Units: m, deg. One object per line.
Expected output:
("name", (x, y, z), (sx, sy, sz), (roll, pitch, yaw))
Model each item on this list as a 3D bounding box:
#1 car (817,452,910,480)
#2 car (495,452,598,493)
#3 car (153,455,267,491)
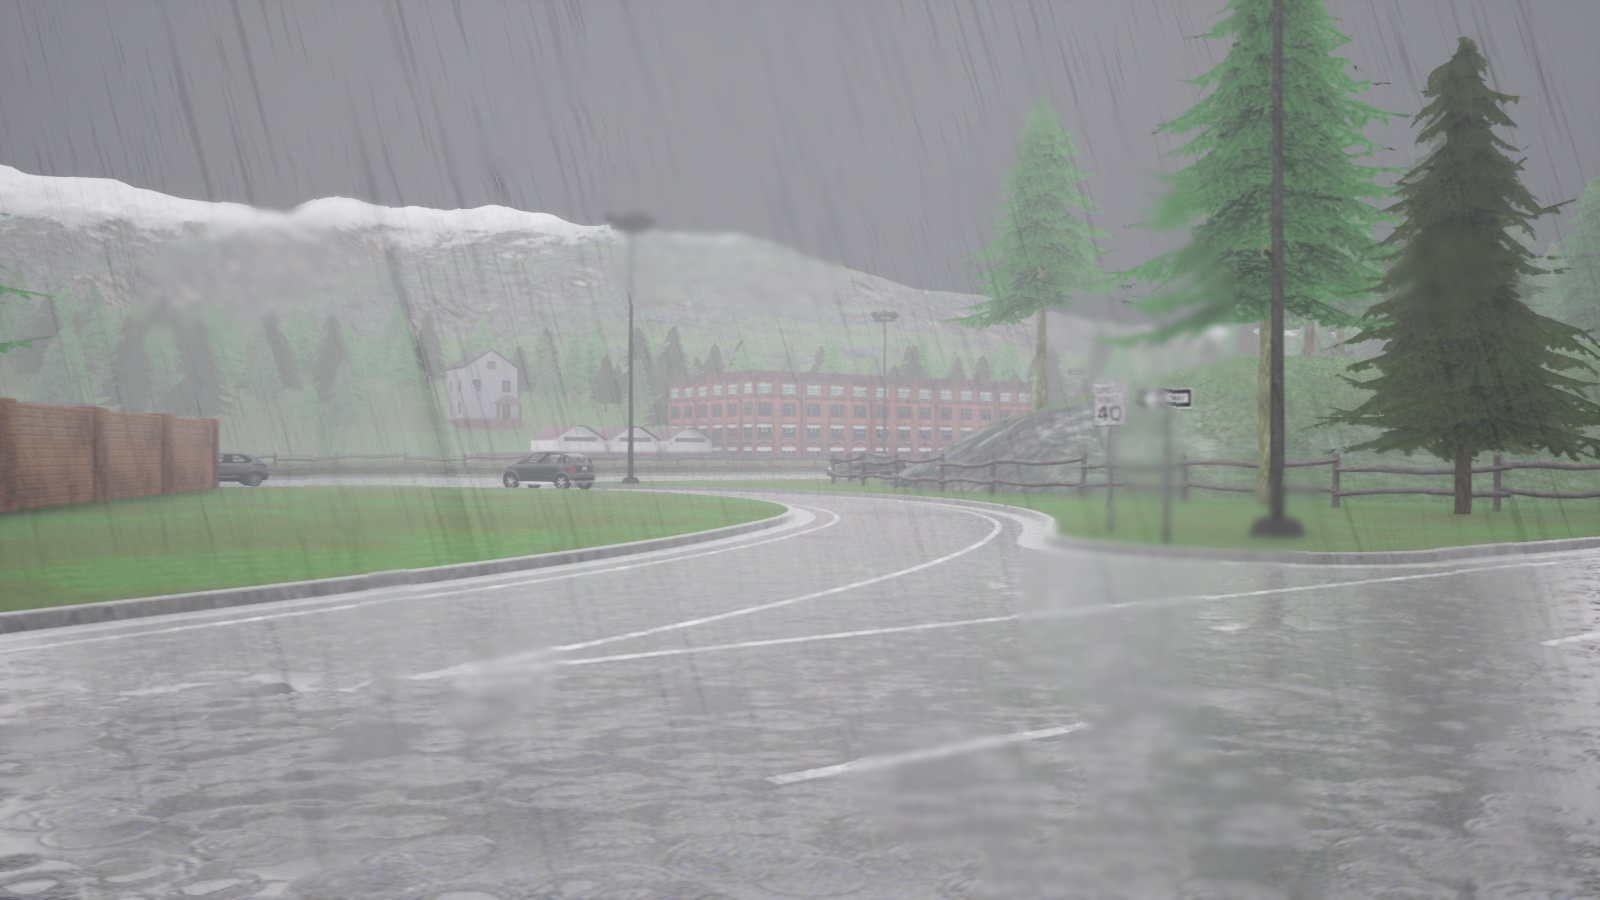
("car", (3.536, 0.864, 69.568), (4.902, 1.511, 2.128), (0, 0, -35))
("car", (-10.094, 0.869, 49.978), (3.705, 1.549, 1.789), (0, 0, 26))
("car", (-25.284, 0.944, 53.876), (4.193, 1.474, 1.816), (0, 0, -35))
